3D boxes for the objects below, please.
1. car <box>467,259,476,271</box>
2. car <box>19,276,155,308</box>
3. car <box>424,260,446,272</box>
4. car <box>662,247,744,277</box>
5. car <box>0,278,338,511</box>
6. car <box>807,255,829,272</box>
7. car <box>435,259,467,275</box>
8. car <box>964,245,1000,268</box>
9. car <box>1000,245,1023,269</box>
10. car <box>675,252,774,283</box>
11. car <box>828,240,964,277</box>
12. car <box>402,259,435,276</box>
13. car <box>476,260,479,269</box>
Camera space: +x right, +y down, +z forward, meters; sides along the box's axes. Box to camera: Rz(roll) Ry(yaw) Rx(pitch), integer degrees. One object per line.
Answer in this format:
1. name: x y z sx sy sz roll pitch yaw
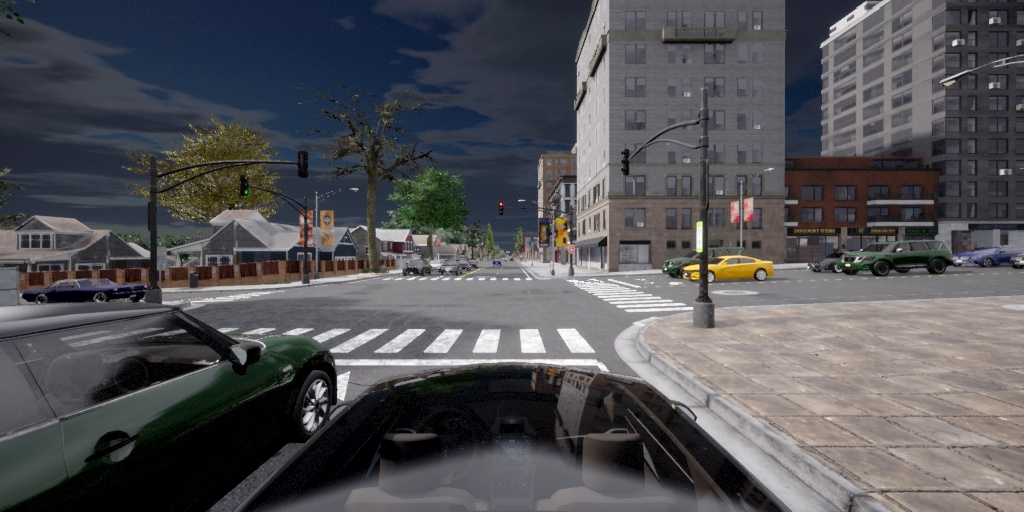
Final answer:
1. car: -6.619 1.335 49.275 2.033 1.411 5.357 0 0 0
2. car: -21.623 1.807 18.381 4.718 1.301 1.895 -2 0 0
3. car: -9.868 1.308 46.463 1.812 1.442 4.674 0 0 0
4. car: 13.445 0.459 24.970 5.566 2.045 2.150 -2 0 0
5. car: -3.151 1.102 2.490 2.097 1.767 4.553 0 0 0
6. car: 23.412 0.361 25.004 4.892 1.490 1.837 -2 0 0
7. car: -6.610 1.262 39.557 2.128 1.511 4.902 0 0 0
8. car: 33.544 0.007 25.031 4.674 1.442 1.812 -2 0 0
9. car: 33.374 0.023 21.778 4.674 1.442 1.812 -2 0 0
10. car: 13.007 0.742 21.721 5.008 1.535 1.882 -2 0 -1
11. car: 23.122 0.099 21.752 5.566 2.045 2.150 -2 0 0
12. car: -9.861 1.120 37.480 2.097 1.767 4.553 0 0 0
13. car: -6.613 1.322 59.621 1.837 1.490 4.892 0 0 0
